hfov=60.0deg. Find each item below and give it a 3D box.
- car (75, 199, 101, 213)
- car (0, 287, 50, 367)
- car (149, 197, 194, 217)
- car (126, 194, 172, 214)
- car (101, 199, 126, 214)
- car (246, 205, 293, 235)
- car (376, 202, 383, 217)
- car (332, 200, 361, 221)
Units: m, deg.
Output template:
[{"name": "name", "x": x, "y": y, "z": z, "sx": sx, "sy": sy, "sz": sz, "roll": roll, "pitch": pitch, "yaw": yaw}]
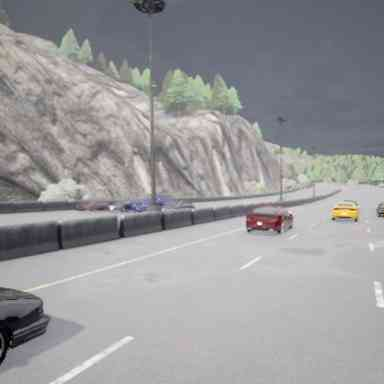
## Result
[{"name": "car", "x": -10.625, "y": 1.503, "z": 36.221, "sx": 1.994, "sy": 1.385, "sz": 4.181, "roll": 0, "pitch": 0, "yaw": 27}, {"name": "car", "x": -3.979, "y": 1.513, "z": 2.823, "sx": 2.033, "sy": 1.411, "sz": 5.357, "roll": 0, "pitch": 0, "yaw": 27}, {"name": "car", "x": -1.479, "y": 1.505, "z": 31.048, "sx": 2.128, "sy": 1.511, "sz": 4.902, "roll": 0, "pitch": 0, "yaw": 27}, {"name": "car", "x": -3.858, "y": 1.217, "z": 34.071, "sx": 2.150, "sy": 2.045, "sz": 5.566, "roll": 0, "pitch": 0, "yaw": 27}, {"name": "car", "x": -6.974, "y": 1.462, "z": 35.665, "sx": 2.128, "sy": 1.511, "sz": 4.902, "roll": 0, "pitch": 0, "yaw": 27}, {"name": "car", "x": 4.699, "y": 1.534, "z": 19.679, "sx": 1.882, "sy": 1.535, "sz": 5.008, "roll": 0, "pitch": 0, "yaw": 27}, {"name": "car", "x": 19.473, "y": 1.745, "z": 33.093, "sx": 2.033, "sy": 1.411, "sz": 5.357, "roll": 0, "pitch": 0, "yaw": 28}, {"name": "car", "x": 13.246, "y": 1.617, "z": 28.634, "sx": 1.882, "sy": 1.535, "sz": 5.008, "roll": 0, "pitch": -1, "yaw": 27}]
